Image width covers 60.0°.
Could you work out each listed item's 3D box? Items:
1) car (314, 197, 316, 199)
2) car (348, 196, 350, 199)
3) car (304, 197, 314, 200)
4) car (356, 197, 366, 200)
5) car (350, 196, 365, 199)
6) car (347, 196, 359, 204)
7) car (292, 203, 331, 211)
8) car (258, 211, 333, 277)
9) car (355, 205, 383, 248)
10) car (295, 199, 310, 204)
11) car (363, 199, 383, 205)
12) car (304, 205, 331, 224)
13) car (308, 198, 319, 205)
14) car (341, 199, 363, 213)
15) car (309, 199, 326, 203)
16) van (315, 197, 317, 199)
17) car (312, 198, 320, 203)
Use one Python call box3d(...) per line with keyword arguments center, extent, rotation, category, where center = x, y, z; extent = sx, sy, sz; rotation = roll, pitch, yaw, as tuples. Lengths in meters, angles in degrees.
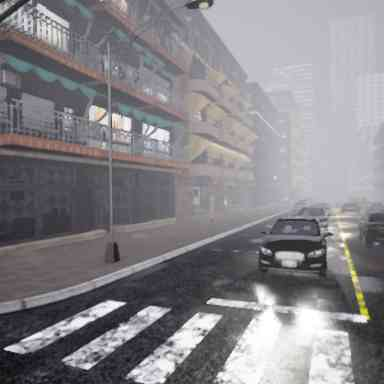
box3d(center=(17.860, 1.983, 51.964), extent=(2.008, 1.369, 4.403), rotation=(-2, -1, 23), category="car")
box3d(center=(34.193, 1.766, 69.392), extent=(2.192, 1.841, 5.009), rotation=(-2, -1, 23), category="car")
box3d(center=(15.694, 1.835, 46.799), extent=(1.967, 1.590, 4.097), rotation=(-2, -1, 23), category="car")
box3d(center=(25.613, 1.825, 48.874), extent=(1.752, 1.417, 4.829), rotation=(-2, -1, 23), category="car")
box3d(center=(29.868, 1.689, 59.056), extent=(2.192, 1.841, 5.009), rotation=(-2, -1, 23), category="car")
box3d(center=(38.519, 1.842, 79.727), extent=(2.192, 1.841, 5.009), rotation=(-2, -1, 23), category="car")
box3d(center=(7.049, 1.653, 19.494), extent=(2.128, 1.511, 4.902), rotation=(-1, -1, 22), category="car")
box3d(center=(3.425, 1.589, 10.795), extent=(2.128, 1.511, 4.902), rotation=(-1, -1, 22), category="car")
box3d(center=(8.595, 1.561, 14.824), extent=(1.882, 1.535, 5.008), rotation=(-1, -1, 23), category="car")
box3d(center=(13.535, 1.939, 41.629), extent=(1.802, 1.307, 4.206), rotation=(-2, -1, 23), category="car")
box3d(center=(21.224, 1.804, 38.381), extent=(1.802, 1.307, 4.206), rotation=(-2, -1, 23), category="car")
box3d(center=(10.657, 1.824, 28.090), extent=(1.895, 1.301, 4.718), rotation=(-1, -1, 23), category="car")
box3d(center=(26.473, 2.137, 72.651), extent=(2.008, 1.369, 4.403), rotation=(-2, -1, 23), category="car")
box3d(center=(19.156, 1.835, 40.243), extent=(1.994, 1.385, 4.181), rotation=(-1, -1, 23), category="car")
box3d(center=(14.508, 1.854, 37.219), extent=(1.994, 1.385, 4.181), rotation=(-1, -1, 23), category="car")
box3d(center=(20.017, 1.812, 57.136), extent=(1.690, 1.788, 3.998), rotation=(-2, -1, 23), category="van")
box3d(center=(32.969, 2.283, 88.150), extent=(1.802, 1.307, 4.206), rotation=(-2, -1, 23), category="car")
